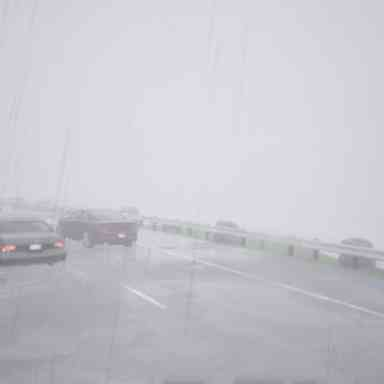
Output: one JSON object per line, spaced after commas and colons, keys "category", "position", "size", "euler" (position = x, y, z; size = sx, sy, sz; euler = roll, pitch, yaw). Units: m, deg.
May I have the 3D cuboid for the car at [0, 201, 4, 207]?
{"category": "car", "position": [-18.183, 1.080, 29.435], "size": [4.674, 1.442, 1.812], "euler": [2, -1, 43]}

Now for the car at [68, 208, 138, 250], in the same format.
{"category": "car", "position": [-4.219, 1.435, 14.411], "size": [1.882, 1.535, 5.008], "euler": [3, -1, -40]}

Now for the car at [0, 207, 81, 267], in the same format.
{"category": "car", "position": [-5.616, 1.422, 10.527], "size": [2.033, 1.411, 5.357], "euler": [3, -1, -39]}
